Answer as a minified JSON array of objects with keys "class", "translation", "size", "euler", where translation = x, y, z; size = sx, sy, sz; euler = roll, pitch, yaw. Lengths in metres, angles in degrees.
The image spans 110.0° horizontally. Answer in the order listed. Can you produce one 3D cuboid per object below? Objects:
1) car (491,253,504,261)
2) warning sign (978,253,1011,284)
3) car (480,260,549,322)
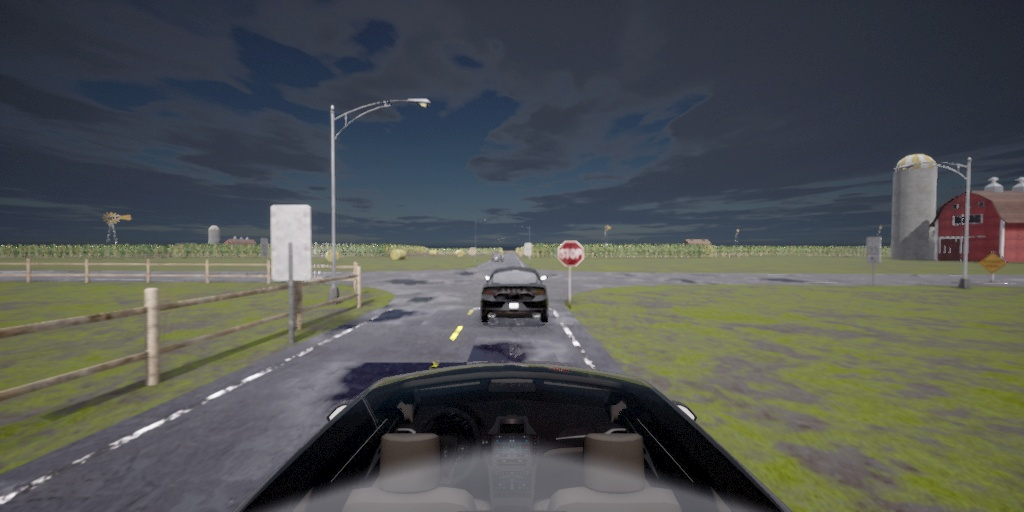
[{"class":"car","translation":[-2.711,0.244,64.447],"size":[2.128,1.511,4.902],"euler":[0,1,0]},{"class":"warning sign","translation":[29.376,0.725,21.937],"size":[1.060,1.860,1.300],"euler":[0,0,0]},{"class":"car","translation":[0.116,1.065,11.586],"size":[1.882,1.535,5.008],"euler":[0,1,1]}]
